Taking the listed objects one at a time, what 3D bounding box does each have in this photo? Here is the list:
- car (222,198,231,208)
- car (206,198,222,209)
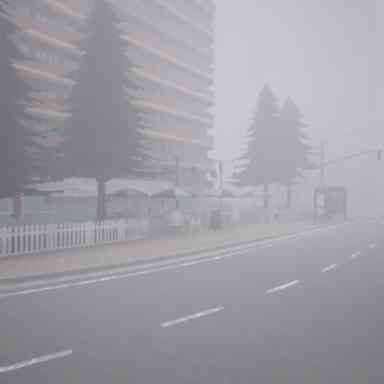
[{"bbox_3d":[4.172,1.939,55.421,5.008,1.535,1.882,0,-1,40],"label":"car"},{"bbox_3d":[1.779,1.921,52.862,4.902,1.511,2.128,0,-1,40],"label":"car"}]
